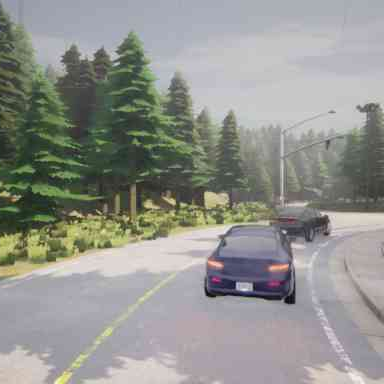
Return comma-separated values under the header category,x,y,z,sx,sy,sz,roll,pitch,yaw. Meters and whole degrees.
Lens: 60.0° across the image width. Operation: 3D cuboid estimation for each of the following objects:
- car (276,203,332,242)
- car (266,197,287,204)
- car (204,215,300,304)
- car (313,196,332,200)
category,x,y,z,sx,sy,sz,roll,pitch,yaw
car,5.467,1.504,16.535,1.837,1.490,4.892,0,0,37
car,11.039,1.530,44.305,1.837,1.490,4.892,0,0,5
car,1.541,1.526,8.166,1.812,1.442,4.674,0,0,15
car,27.064,1.546,68.946,4.902,1.511,2.128,0,0,-37
